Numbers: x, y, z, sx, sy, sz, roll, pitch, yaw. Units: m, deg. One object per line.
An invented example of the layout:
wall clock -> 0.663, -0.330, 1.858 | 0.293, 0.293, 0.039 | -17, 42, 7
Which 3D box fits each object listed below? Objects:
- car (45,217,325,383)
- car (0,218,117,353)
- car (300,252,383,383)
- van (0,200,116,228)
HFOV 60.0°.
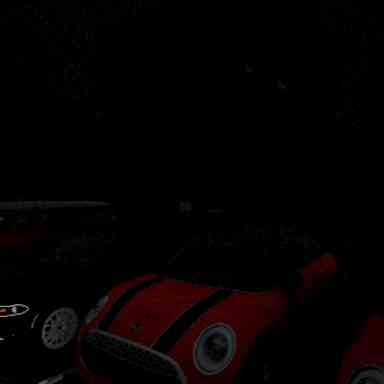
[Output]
car -> 0.641, 1.341, 4.850 | 2.185, 1.767, 4.553 | 0, 0, 35
car -> -1.620, 1.450, 6.430 | 2.097, 1.535, 5.008 | 0, 0, 35
car -> 2.885, 1.359, 3.250 | 2.185, 1.767, 4.553 | 0, 0, 35
van -> -3.935, 1.208, 7.931 | 1.878, 1.987, 4.442 | 0, 0, 35
